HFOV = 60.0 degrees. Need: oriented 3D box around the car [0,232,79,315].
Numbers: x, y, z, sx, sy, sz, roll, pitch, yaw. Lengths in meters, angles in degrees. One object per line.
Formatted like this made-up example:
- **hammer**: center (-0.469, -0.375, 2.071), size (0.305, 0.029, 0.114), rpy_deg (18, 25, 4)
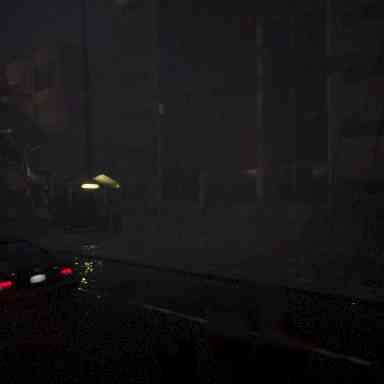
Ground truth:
- **car**: center (-4.805, 1.626, 7.421), size (5.357, 1.411, 2.033), rpy_deg (-1, 0, 36)
